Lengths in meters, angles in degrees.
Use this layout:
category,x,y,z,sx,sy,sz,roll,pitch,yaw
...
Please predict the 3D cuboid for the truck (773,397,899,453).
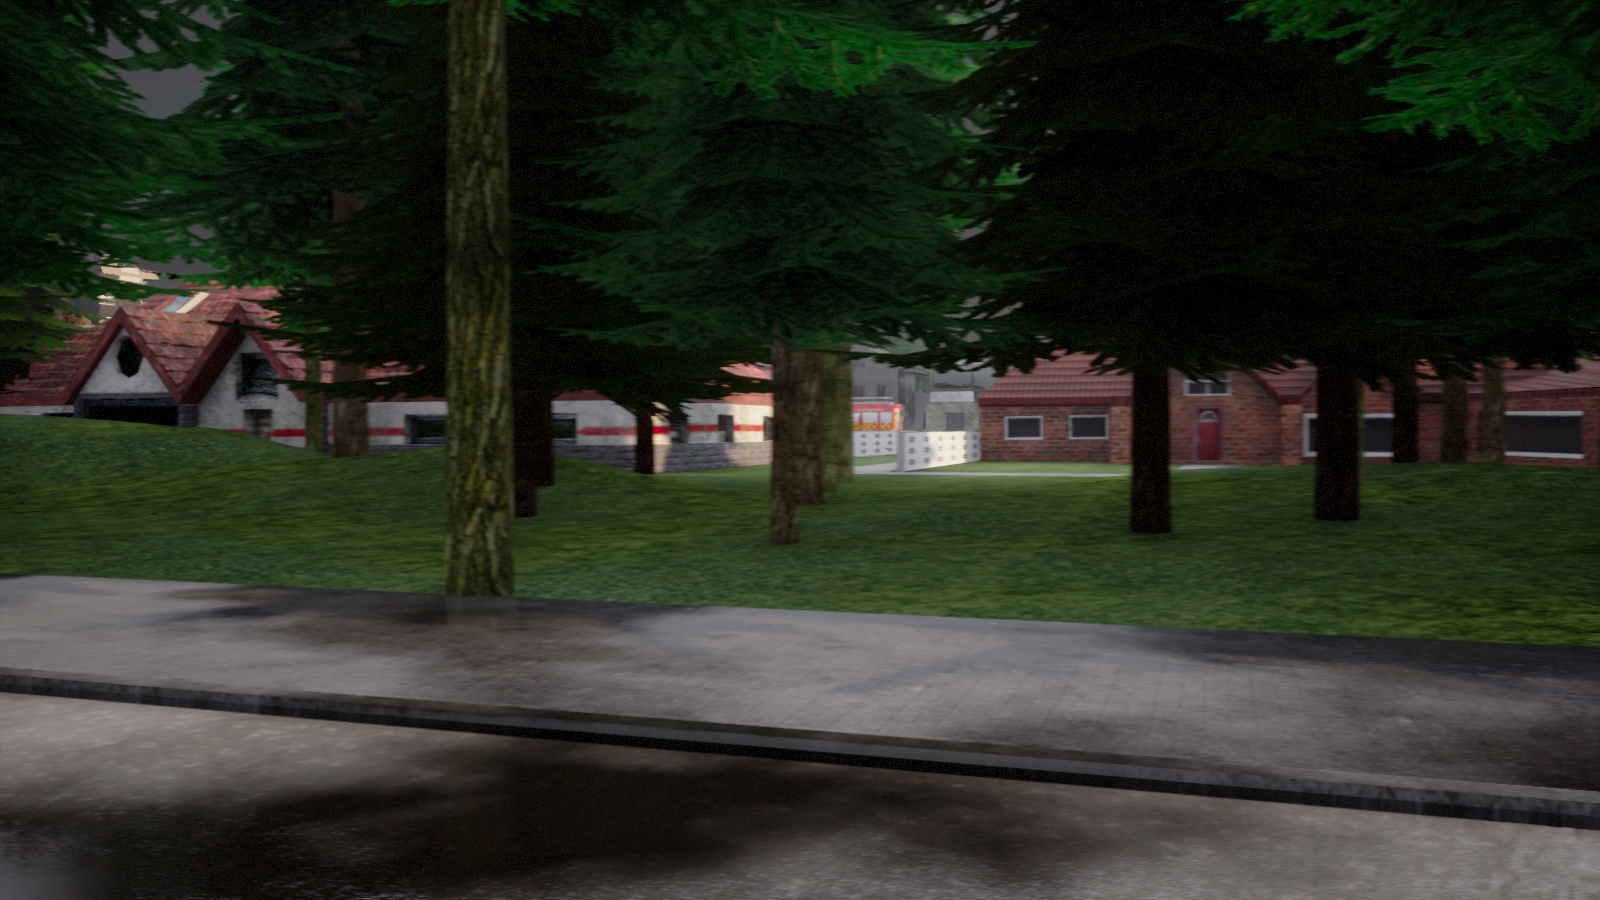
category,x,y,z,sx,sy,sz,roll,pitch,yaw
truck,2.589,-1.803,89.531,8.468,3.827,2.891,1,1,18
